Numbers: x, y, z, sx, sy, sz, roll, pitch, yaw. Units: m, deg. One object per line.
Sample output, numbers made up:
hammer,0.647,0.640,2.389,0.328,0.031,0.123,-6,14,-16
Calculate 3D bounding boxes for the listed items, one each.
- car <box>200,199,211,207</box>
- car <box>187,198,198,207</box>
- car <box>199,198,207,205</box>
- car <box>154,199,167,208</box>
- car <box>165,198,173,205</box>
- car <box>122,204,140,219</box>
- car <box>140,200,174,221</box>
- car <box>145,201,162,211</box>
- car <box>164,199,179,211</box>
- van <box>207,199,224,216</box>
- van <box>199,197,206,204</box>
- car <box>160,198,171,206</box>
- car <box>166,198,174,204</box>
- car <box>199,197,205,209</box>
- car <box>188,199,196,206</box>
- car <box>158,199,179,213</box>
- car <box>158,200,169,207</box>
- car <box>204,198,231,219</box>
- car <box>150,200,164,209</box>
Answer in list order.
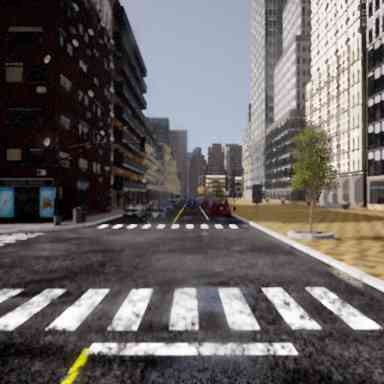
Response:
car,2.683,2.179,65.858,1.887,1.381,4.507,0,-1,0
car,0.098,1.956,62.998,2.097,1.767,4.553,0,-1,0
car,2.682,2.337,82.607,1.752,1.417,4.829,0,-1,0
car,-5.698,2.017,60.332,1.967,1.590,4.097,0,-1,0
car,-5.698,2.333,82.267,1.752,1.417,4.829,0,-1,0
car,-5.695,1.850,32.699,2.008,1.369,4.403,0,-1,0
car,-3.102,1.771,30.573,2.128,1.511,4.902,0,-1,0
car,-5.696,2.013,49.278,2.008,1.369,4.403,0,-1,0
car,-3.093,1.958,51.042,1.882,1.535,5.008,0,0,0
van,2.683,1.694,38.228,1.690,1.788,3.998,0,-1,0
van,2.681,2.211,87.964,1.690,1.788,3.998,0,-1,0
car,-5.698,2.132,71.385,1.967,1.590,4.097,0,-1,0
car,-5.698,2.414,87.962,1.887,1.381,4.507,0,-1,0
car,2.682,1.835,54.807,2.192,1.841,5.009,0,-1,0
car,0.001,2.208,72.891,1.837,1.490,4.892,0,-1,0
car,-3.104,1.927,41.032,2.033,1.411,5.357,0,-1,0
car,-5.697,2.216,65.858,1.802,1.307,4.206,0,-1,0
car,2.684,1.614,32.702,2.192,1.841,5.009,0,-1,0
car,-5.697,2.064,54.804,1.887,1.381,4.507,0,-1,0
